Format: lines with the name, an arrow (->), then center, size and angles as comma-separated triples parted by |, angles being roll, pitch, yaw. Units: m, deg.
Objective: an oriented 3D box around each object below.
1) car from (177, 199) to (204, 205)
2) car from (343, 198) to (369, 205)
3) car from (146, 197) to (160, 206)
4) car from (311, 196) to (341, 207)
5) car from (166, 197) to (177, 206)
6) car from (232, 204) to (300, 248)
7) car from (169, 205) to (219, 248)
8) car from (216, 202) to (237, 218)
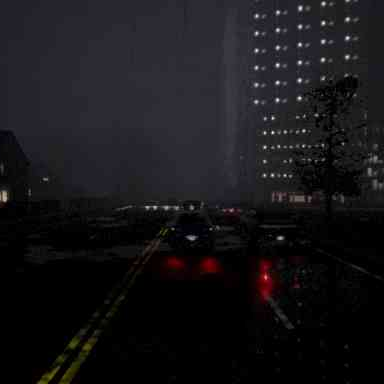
car -> 0.001, 1.361, 29.631 | 2.097, 1.767, 4.553 | 0, 0, 0
car -> 31.048, 1.744, 63.145 | 4.403, 1.369, 2.008 | 0, 2, 20
car -> -6.499, 1.616, 55.612 | 2.033, 1.411, 5.357 | 0, 0, 0
car -> 23.014, 1.664, 57.691 | 5.009, 1.841, 2.192 | 0, 2, 20
car -> -3.249, 1.526, 55.612 | 1.882, 1.535, 5.008 | 0, 0, 0
car -> 3.250, 1.489, 14.655 | 2.128, 1.511, 4.902 | 0, 0, 0
car -> 0.000, 1.526, 14.656 | 1.812, 1.442, 4.674 | 0, 0, 0
car -> 3.251, 1.558, 29.661 | 2.033, 1.411, 5.357 | 0, 0, 0
